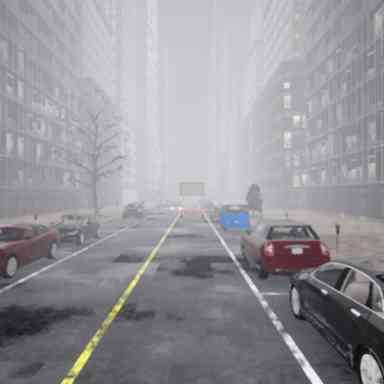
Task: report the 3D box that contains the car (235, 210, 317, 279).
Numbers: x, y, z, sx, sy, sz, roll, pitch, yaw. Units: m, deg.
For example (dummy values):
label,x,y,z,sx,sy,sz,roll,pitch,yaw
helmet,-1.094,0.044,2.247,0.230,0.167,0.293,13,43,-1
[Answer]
label,x,y,z,sx,sy,sz,roll,pitch,yaw
car,2.687,1.552,10.430,1.967,1.590,4.097,0,-1,0

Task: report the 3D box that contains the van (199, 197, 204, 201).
label,x,y,z,sx,sy,sz,roll,pitch,yaw
van,2.694,1.990,61.657,1.690,1.788,3.998,0,-1,0

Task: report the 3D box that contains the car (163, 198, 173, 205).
label,x,y,z,sx,sy,sz,roll,pitch,yaw
car,-5.683,2.264,78.748,1.967,1.590,4.097,0,-1,0

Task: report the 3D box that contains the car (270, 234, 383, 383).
label,x,y,z,sx,sy,sz,roll,pitch,yaw
car,2.687,1.602,4.737,2.008,1.369,4.403,0,-1,0

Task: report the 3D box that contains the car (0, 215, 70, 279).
label,x,y,z,sx,sy,sz,roll,pitch,yaw
car,-5.693,1.657,10.447,1.887,1.381,4.507,0,-1,0

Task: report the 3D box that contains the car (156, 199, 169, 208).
label,x,y,z,sx,sy,sz,roll,pitch,yaw
car,-5.685,2.172,61.501,1.752,1.417,4.829,0,-1,0

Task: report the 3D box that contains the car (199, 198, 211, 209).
label,x,y,z,sx,sy,sz,roll,pitch,yaw
car,2.695,2.156,55.963,1.947,1.339,4.313,0,-1,0

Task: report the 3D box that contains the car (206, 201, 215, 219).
label,x,y,z,sx,sy,sz,roll,pitch,yaw
car,2.691,1.880,33.367,1.752,1.417,4.829,0,-1,0

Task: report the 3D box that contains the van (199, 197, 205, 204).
label,x,y,z,sx,sy,sz,roll,pitch,yaw
van,2.699,2.280,90.116,1.690,1.788,3.998,0,-1,0

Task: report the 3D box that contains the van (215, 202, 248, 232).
label,x,y,z,sx,sy,sz,roll,pitch,yaw
van,2.688,1.574,21.814,1.690,1.788,3.998,0,-1,0

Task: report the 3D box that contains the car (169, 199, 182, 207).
label,x,y,z,sx,sy,sz,roll,pitch,yaw
car,-3.003,2.286,65.303,1.895,1.301,4.718,0,-1,0

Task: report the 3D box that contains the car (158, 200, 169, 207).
label,x,y,z,sx,sy,sz,roll,pitch,yaw
car,-5.684,2.290,67.363,1.802,1.307,4.206,0,-1,0

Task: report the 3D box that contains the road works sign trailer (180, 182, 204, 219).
label,x,y,z,sx,sy,sz,roll,pitch,yaw
road works sign trailer,0.004,0.812,32.787,2.380,3.560,2.880,0,-1,0

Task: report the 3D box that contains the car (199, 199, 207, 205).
label,x,y,z,sx,sy,sz,roll,pitch,yaw
car,2.699,2.464,84.422,1.802,1.307,4.206,0,-1,0

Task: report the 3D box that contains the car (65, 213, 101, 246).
label,x,y,z,sx,sy,sz,roll,pitch,yaw
car,-5.692,1.723,16.139,2.008,1.369,4.403,0,-1,0

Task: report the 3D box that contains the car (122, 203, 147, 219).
label,x,y,z,sx,sy,sz,roll,pitch,yaw
car,-5.690,1.793,33.215,1.967,1.590,4.097,0,-1,0
